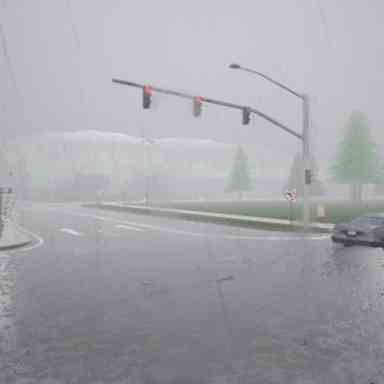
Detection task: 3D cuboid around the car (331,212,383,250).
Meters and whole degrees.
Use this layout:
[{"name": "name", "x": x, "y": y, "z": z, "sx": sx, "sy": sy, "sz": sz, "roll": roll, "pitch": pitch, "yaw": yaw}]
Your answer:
[{"name": "car", "x": 7.938, "y": 1.553, "z": 13.712, "sx": 5.357, "sy": 1.411, "sz": 2.033, "roll": 0, "pitch": 0, "yaw": -36}]
